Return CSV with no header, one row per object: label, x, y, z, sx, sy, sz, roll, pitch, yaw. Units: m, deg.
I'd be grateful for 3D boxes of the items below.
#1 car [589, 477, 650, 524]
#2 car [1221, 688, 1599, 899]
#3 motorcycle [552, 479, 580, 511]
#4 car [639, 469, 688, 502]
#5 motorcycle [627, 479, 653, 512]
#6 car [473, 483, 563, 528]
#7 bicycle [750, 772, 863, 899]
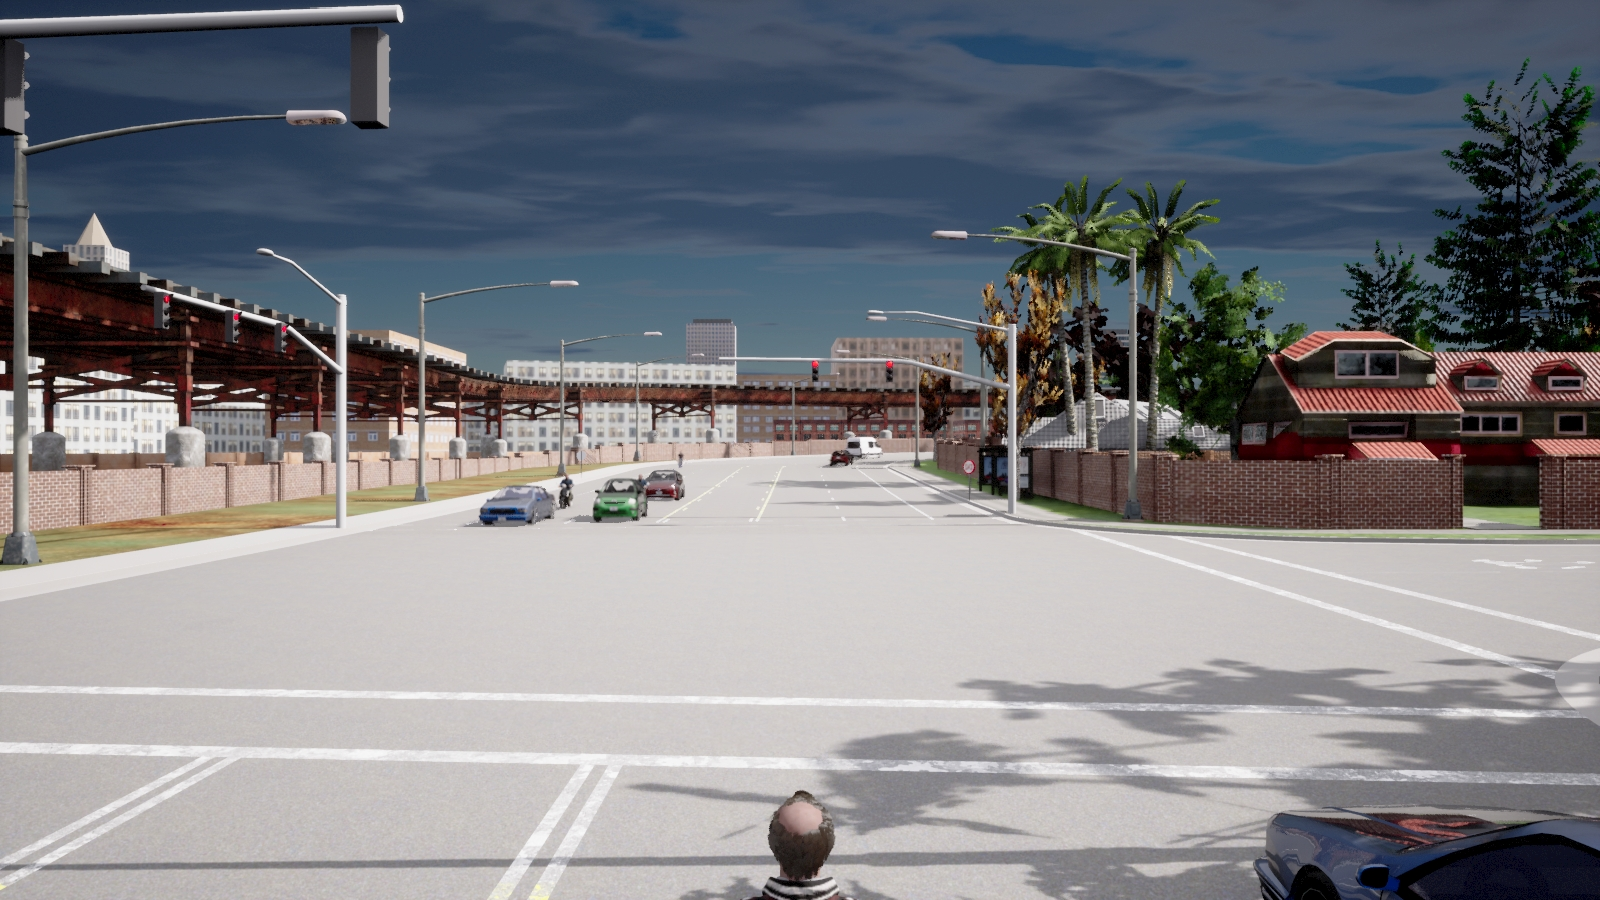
car,-6.987,1.926,44.579,1.851,1.617,3.988,0,0,-1
car,3.467,2.106,4.038,2.033,1.411,5.357,0,0,1
motorcycle,-10.507,1.993,51.360,0.856,1.341,1.805,0,1,0
car,-7.040,1.807,59.280,2.007,1.525,4.514,0,1,0
motorcycle,-7.047,1.999,50.384,0.856,1.341,1.805,0,1,0
car,-10.522,2.043,43.068,2.033,1.411,5.357,0,0,0
bicycle,0.019,2.048,3.681,0.329,1.496,1.835,0,0,0
